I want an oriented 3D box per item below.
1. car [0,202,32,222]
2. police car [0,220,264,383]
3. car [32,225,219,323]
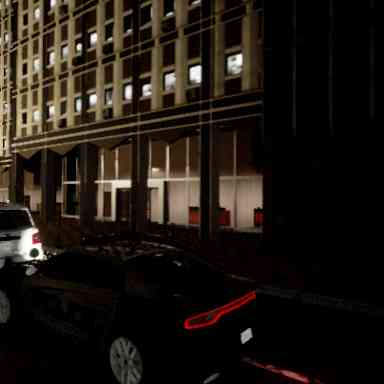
[{"bbox_3d":[-6.318,1.277,8.801,5.566,2.045,2.150,0,-1,33],"label":"car"},{"bbox_3d":[-1.438,1.475,5.449,5.238,1.638,1.930,0,-1,37],"label":"police car"},{"bbox_3d":[-1.714,1.637,7.884,4.313,1.339,1.947,0,-1,37],"label":"car"}]
